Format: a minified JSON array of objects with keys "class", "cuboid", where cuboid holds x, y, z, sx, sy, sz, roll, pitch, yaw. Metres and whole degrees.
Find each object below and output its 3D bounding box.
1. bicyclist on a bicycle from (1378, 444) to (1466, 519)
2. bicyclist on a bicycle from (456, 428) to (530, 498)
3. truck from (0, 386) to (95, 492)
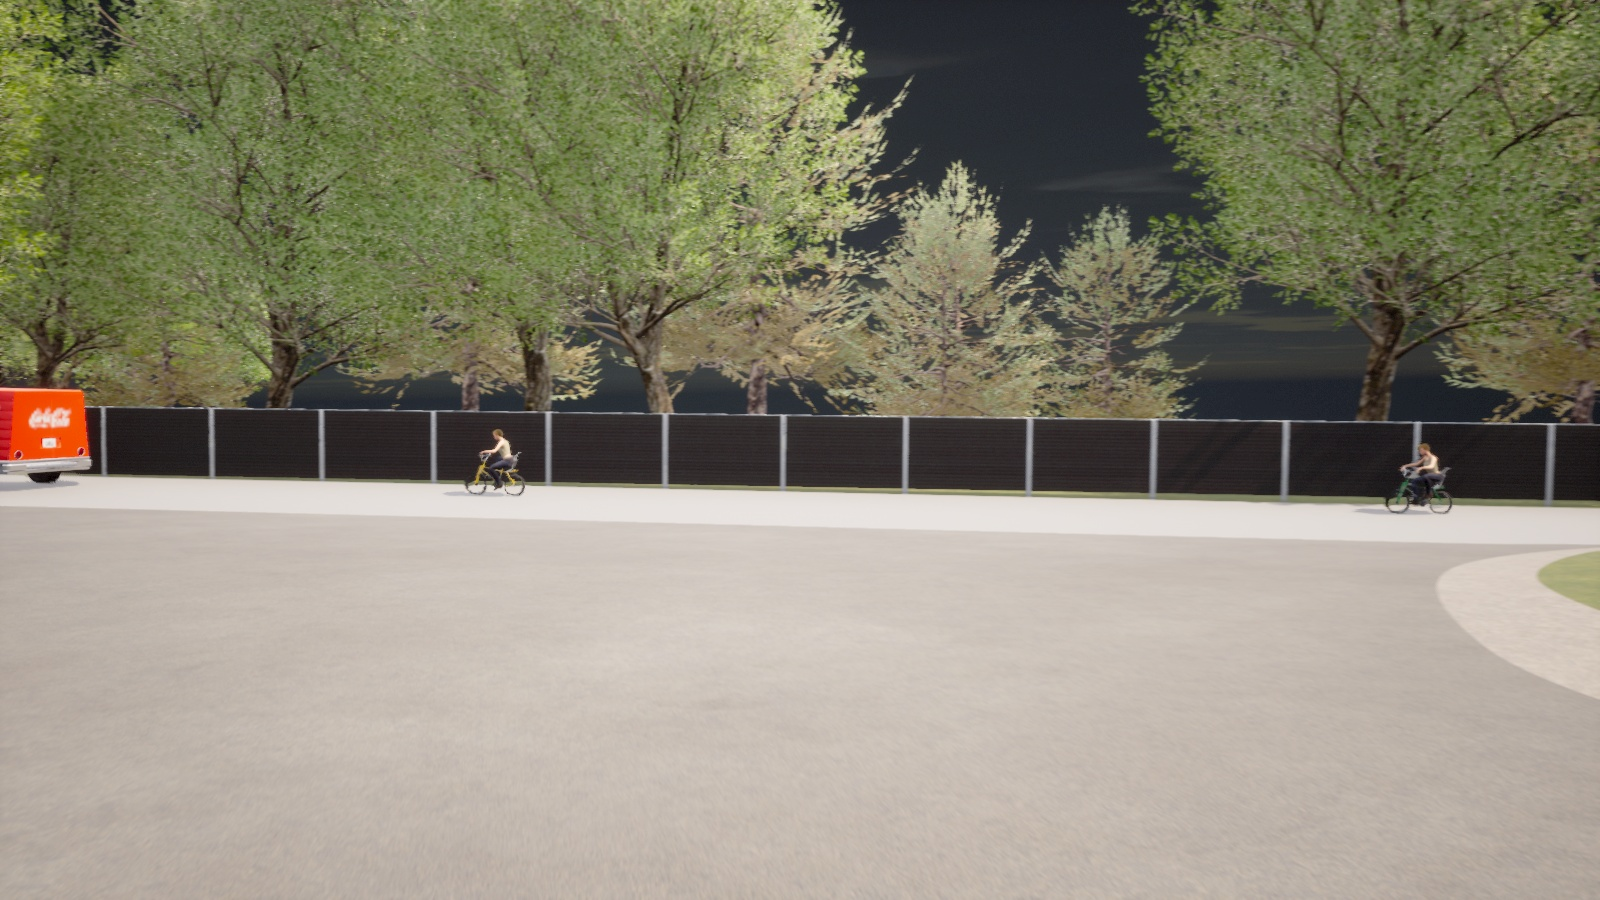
[{"class":"bicyclist on a bicycle","cuboid":[14.026,0.690,28.340,1.509,1.612,0.866,1,3,1]},{"class":"bicyclist on a bicycle","cuboid":[-7.337,0.302,30.086,1.509,1.612,0.866,1,3,8]},{"class":"truck","cuboid":[-20.848,-0.373,31.459,5.204,2.467,2.627,2,3,15]}]
